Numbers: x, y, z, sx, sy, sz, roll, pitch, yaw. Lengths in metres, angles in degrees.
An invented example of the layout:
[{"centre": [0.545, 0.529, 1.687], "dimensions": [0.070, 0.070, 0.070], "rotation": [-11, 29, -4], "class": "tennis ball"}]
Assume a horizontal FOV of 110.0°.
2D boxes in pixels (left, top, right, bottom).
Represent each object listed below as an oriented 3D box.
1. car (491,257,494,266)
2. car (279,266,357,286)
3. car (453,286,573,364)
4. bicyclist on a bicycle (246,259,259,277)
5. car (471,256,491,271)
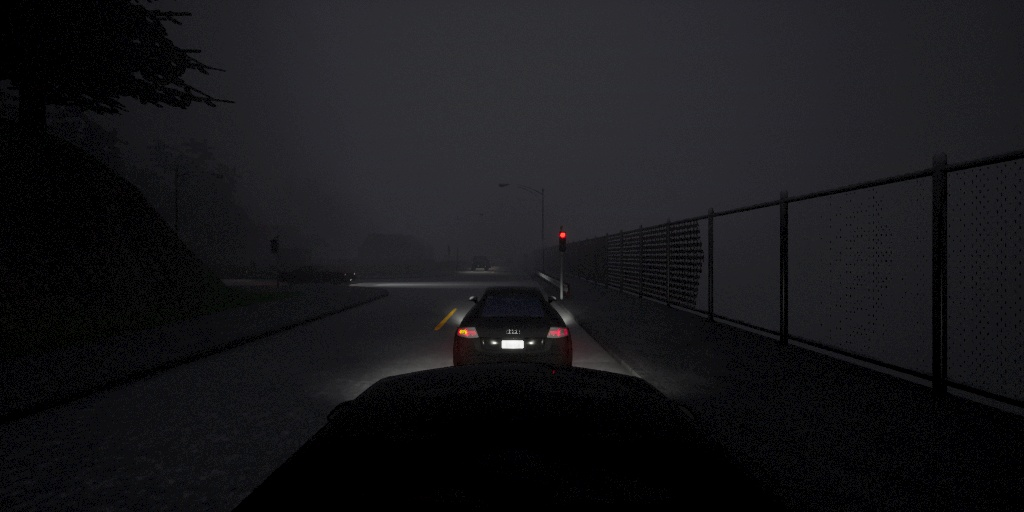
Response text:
[{"centre": [-4.556, 1.276, 60.514], "dimensions": [1.812, 1.442, 4.674], "rotation": [0, 0, 0], "class": "car"}, {"centre": [-13.438, 1.351, 24.965], "dimensions": [4.718, 1.301, 1.895], "rotation": [0, 0, 0], "class": "car"}, {"centre": [0.018, 1.314, 7.464], "dimensions": [1.994, 1.385, 4.181], "rotation": [0, 0, 0], "class": "car"}, {"centre": [-24.050, 1.099, 33.279], "dimensions": [0.582, 1.620, 1.656], "rotation": [0, 0, 0], "class": "bicyclist on a bicycle"}, {"centre": [-4.494, 0.972, 50.597], "dimensions": [2.150, 2.045, 5.566], "rotation": [0, 0, 0], "class": "car"}]
